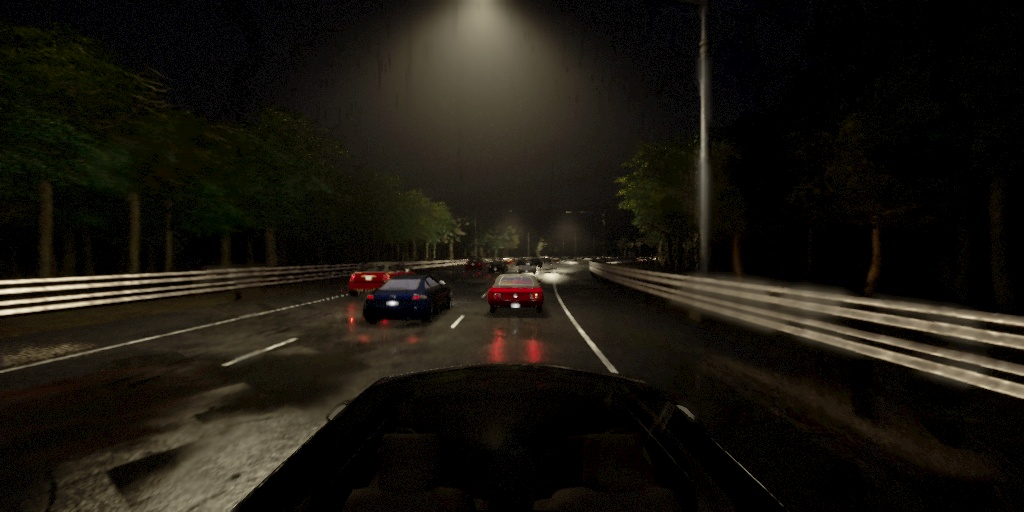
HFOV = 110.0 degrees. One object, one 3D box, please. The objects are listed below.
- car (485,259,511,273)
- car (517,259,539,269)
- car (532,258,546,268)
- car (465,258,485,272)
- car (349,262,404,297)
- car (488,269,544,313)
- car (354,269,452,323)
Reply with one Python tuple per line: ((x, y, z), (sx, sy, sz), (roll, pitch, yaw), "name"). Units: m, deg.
((-1.595, 1.281, 41.594), (1.812, 1.442, 4.674), (0, 0, 5), "car")
((1.804, 1.360, 41.136), (1.895, 1.301, 4.718), (0, 0, 5), "car")
((4.269, 1.083, 62.461), (2.097, 1.767, 4.553), (0, 0, 8), "car")
((-4.605, 1.090, 46.683), (2.097, 1.767, 4.553), (1, 0, 6), "car")
((-6.577, 1.094, 18.789), (2.097, 1.767, 4.553), (0, 0, 2), "car")
((0.186, 1.354, 14.062), (1.895, 1.301, 4.718), (0, 0, 2), "car")
((-3.303, 1.310, 12.090), (1.994, 1.385, 4.181), (0, 0, 2), "car")
